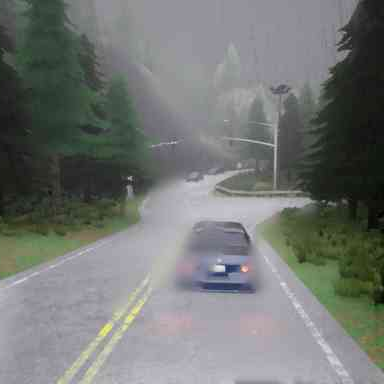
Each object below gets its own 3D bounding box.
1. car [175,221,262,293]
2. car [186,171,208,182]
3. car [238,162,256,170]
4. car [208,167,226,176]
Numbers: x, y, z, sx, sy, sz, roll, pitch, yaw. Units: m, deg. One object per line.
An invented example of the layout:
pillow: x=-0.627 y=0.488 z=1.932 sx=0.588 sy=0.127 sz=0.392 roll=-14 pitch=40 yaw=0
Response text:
car: x=0.726 y=1.497 z=8.877 sx=2.033 sy=1.411 sz=5.357 roll=0 pitch=0 yaw=5
car: x=0.560 y=-2.569 z=55.103 sx=1.837 sy=1.490 sz=4.892 roll=2 pitch=10 yaw=19
car: x=11.868 y=-5.480 z=71.021 sx=4.892 sy=1.490 sz=1.837 roll=-9 pitch=9 yaw=-36
car: x=4.630 y=-4.050 z=63.646 sx=2.128 sy=1.511 sz=4.902 roll=4 pitch=10 yaw=36
